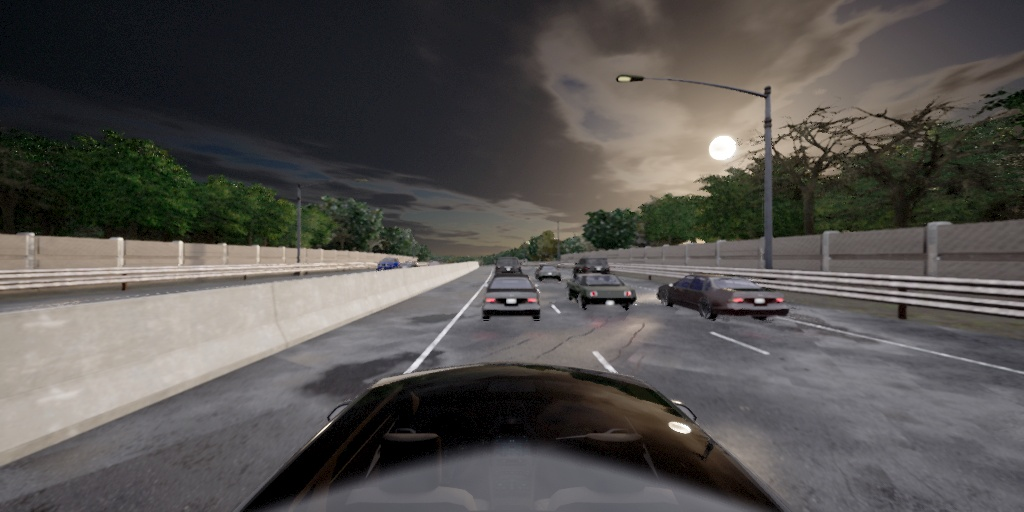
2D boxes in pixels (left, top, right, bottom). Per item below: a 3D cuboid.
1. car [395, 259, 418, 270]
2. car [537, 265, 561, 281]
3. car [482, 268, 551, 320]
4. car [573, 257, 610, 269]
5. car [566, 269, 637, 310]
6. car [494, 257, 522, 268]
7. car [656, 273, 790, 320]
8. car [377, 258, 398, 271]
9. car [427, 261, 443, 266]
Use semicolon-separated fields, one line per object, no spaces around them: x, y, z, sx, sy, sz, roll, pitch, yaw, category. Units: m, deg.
-15.289;1.537;53.223;2.128;1.511;4.902;0;0;-2;car
3.138;1.459;32.036;1.994;1.385;4.181;0;0;-1;car
-0.025;1.317;12.572;2.033;1.411;5.357;0;0;0;car
6.674;1.107;30.458;2.150;2.045;5.566;0;0;-1;car
3.462;1.380;14.899;1.895;1.301;4.718;0;0;0;car
-0.324;1.107;30.318;2.150;2.045;5.566;0;0;-1;car
6.975;1.316;12.617;2.033;1.411;5.357;0;0;0;car
-18.856;1.280;55.024;2.150;2.045;5.566;0;0;-2;car
-11.881;1.541;55.572;1.882;1.535;5.008;0;-1;-2;car
